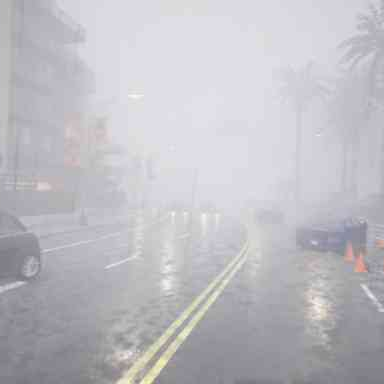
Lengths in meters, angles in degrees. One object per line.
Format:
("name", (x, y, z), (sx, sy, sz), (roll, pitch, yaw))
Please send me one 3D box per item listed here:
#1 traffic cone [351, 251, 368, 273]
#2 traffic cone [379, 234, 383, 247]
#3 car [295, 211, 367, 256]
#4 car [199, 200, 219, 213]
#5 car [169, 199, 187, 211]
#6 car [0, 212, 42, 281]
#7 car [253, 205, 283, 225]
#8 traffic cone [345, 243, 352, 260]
("traffic cone", (5.169, 2.130, 10.179), (0.340, 0.580, 0.340), (1, 0, 17))
("traffic cone", (8.834, 2.244, 15.332), (0.340, 0.580, 0.340), (1, 0, 17))
("car", (6.196, 1.592, 14.507), (1.882, 1.535, 5.008), (6, 8, 39))
("car", (1.975, 1.748, 40.735), (1.837, 1.490, 4.892), (2, 0, -8))
("car", (-1.869, 1.664, 42.906), (1.837, 1.490, 4.892), (2, 0, -10))
("car", (-5.391, 1.254, 6.943), (2.097, 1.767, 4.553), (1, 0, 16))
("car", (6.028, 1.751, 26.650), (1.882, 1.535, 5.008), (2, 0, 5))
("traffic cone", (5.753, 2.153, 12.092), (0.340, 0.580, 0.340), (1, 0, 17))
